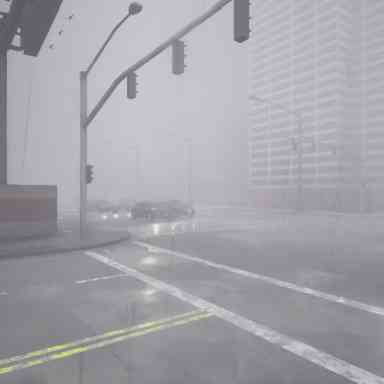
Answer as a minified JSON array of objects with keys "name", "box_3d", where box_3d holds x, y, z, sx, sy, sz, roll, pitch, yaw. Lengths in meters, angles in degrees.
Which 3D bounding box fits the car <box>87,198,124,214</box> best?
[{"name":"car","box_3d":[-9.663,1.548,35.798,2.033,1.411,5.357,0,0,-35]}]

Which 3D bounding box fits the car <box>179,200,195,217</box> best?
[{"name":"car","box_3d":[-1.628,1.492,30.488,2.128,1.511,4.902,0,0,-35]}]

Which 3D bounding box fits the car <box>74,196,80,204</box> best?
[{"name":"car","box_3d":[-21.554,1.526,65.107,1.812,1.442,4.674,0,0,-35]}]

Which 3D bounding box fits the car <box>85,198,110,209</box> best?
[{"name":"car","box_3d":[-13.515,1.601,47.346,1.895,1.301,4.718,0,0,-35]}]

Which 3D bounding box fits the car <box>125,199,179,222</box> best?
[{"name":"car","box_3d":[-3.340,1.505,26.846,1.837,1.490,4.892,0,0,-35]}]
